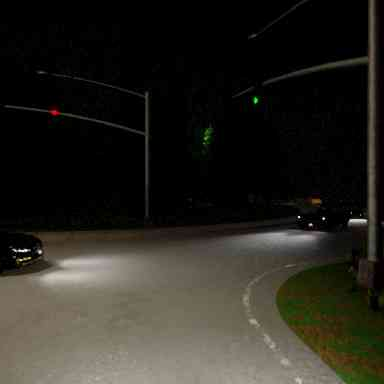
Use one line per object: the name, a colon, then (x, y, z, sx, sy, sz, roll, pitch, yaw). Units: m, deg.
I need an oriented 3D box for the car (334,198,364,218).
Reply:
car: (13.792, 1.537, 29.148, 1.994, 1.385, 4.181, 0, 0, 22)

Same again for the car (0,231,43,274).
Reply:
car: (-6.785, 1.485, 9.265, 4.892, 1.490, 1.837, 0, 1, -7)

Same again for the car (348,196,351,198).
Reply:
car: (20.789, 1.325, 46.342, 2.097, 1.767, 4.553, 0, 0, 3)

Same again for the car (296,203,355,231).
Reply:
car: (8.297, 1.574, 20.809, 1.895, 1.301, 4.718, 0, 0, 41)

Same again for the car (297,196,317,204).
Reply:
car: (19.634, 1.451, 56.053, 1.882, 1.535, 5.008, 0, 0, -16)

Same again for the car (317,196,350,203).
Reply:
car: (16.496, 1.478, 39.071, 1.837, 1.490, 4.892, 0, 0, 8)
